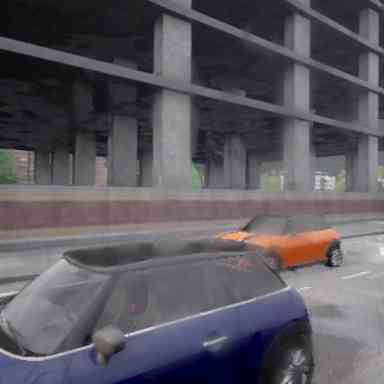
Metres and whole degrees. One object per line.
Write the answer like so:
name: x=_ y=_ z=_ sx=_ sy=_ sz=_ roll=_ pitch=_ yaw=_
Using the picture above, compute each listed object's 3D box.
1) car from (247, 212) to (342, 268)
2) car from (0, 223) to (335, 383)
car: x=2.552 y=1.450 z=10.178 sx=4.553 sy=1.767 sz=2.097 roll=1 pitch=0 yaw=-36
car: x=-0.815 y=1.368 z=3.410 sx=4.553 sy=1.767 sz=2.097 roll=1 pitch=-1 yaw=-36
